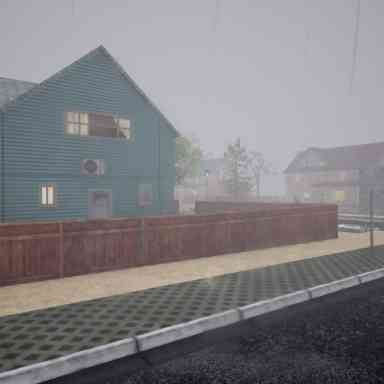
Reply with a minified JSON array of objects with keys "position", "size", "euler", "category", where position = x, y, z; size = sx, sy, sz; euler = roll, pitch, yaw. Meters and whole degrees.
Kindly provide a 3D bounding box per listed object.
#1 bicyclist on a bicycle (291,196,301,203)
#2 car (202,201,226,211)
[{"position":[9.825,1.206,31.336],"size":[1.656,1.620,0.582],"euler":[-1,1,-36],"category":"bicyclist on a bicycle"},{"position":[2.671,1.508,31.262],"size":[1.895,1.301,4.718],"euler":[0,0,-36],"category":"car"}]
